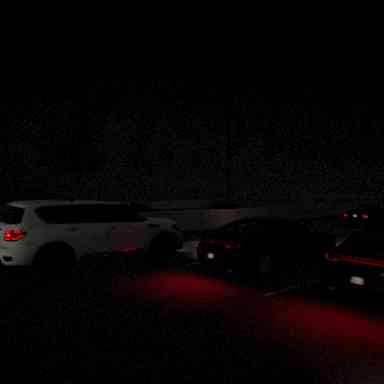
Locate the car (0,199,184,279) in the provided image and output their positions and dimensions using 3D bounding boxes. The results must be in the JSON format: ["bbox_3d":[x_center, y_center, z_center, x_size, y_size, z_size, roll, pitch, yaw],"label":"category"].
[{"bbox_3d":[-2.925,1.241,10.382,5.566,2.045,2.150,0,0,-37],"label":"car"}]

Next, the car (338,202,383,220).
[{"bbox_3d":[12.236,1.568,22.880,5.357,1.411,2.033,0,0,-42],"label":"car"}]

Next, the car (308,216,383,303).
[{"bbox_3d":[5.015,1.484,7.671,5.008,1.535,1.882,0,0,-38],"label":"car"}]

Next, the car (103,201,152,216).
[{"bbox_3d":[-6.642,1.660,34.459,4.718,1.301,1.895,0,0,-40],"label":"car"}]

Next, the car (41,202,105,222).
[{"bbox_3d":[-9.748,1.578,27.487,4.674,1.442,1.812,0,0,-37],"label":"car"}]

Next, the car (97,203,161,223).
[{"bbox_3d":[-4.972,1.647,26.718,4.718,1.301,1.895,0,0,-39],"label":"car"}]

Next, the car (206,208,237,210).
[{"bbox_3d":[2.939,1.604,28.905,4.181,1.385,1.994,0,0,-41],"label":"car"}]

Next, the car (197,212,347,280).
[{"bbox_3d":[2.442,1.490,10.109,5.008,1.535,1.882,0,0,-38],"label":"car"}]
